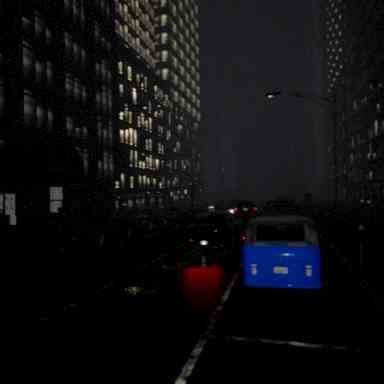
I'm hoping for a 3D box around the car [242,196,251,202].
[{"bbox_3d":[14.442,1.808,87.608,1.947,1.339,4.313,-2,0,15],"label":"car"}]

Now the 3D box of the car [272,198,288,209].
[{"bbox_3d":[12.409,1.595,47.000,2.008,1.369,4.403,-2,0,15],"label":"car"}]

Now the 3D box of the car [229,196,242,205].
[{"bbox_3d":[8.647,1.664,65.624,1.967,1.590,4.097,-2,0,15],"label":"car"}]

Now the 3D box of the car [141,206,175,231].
[{"bbox_3d":[-2.934,1.735,21.654,2.008,1.369,4.403,-2,0,15],"label":"car"}]

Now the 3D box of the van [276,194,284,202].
[{"bbox_3d":[21.091,1.413,79.979,1.690,1.788,3.998,-2,0,15],"label":"van"}]

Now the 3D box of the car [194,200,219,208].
[{"bbox_3d":[1.410,1.751,38.143,2.008,1.369,4.403,-2,0,15],"label":"car"}]

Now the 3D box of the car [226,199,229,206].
[{"bbox_3d":[6.339,1.720,46.283,1.994,1.385,4.181,-1,0,15],"label":"car"}]

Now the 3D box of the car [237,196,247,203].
[{"bbox_3d":[11.502,1.759,76.451,1.752,1.417,4.829,-2,0,15],"label":"car"}]

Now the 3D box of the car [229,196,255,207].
[{"bbox_3d":[4.809,1.430,28.692,2.097,1.767,4.553,-1,-1,15],"label":"car"}]

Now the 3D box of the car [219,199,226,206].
[{"bbox_3d":[4.306,1.760,49.134,2.008,1.369,4.403,-2,0,15],"label":"car"}]

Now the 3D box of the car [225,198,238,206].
[{"bbox_3d":[7.203,1.801,60.126,1.802,1.307,4.206,-2,0,15],"label":"car"}]

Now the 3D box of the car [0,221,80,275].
[{"bbox_3d":[-5.829,1.740,10.662,1.947,1.339,4.313,-2,0,15],"label":"car"}]

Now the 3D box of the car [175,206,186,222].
[{"bbox_3d":[-1.485,1.772,27.150,1.802,1.307,4.206,-2,0,15],"label":"car"}]

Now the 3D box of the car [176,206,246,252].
[{"bbox_3d":[1.051,1.575,14.405,1.837,1.490,4.892,-1,0,15],"label":"car"}]

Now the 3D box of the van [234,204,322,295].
[{"bbox_3d":[2.267,1.349,8.529,1.690,1.788,3.998,-2,0,15],"label":"van"}]

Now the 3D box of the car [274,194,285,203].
[{"bbox_3d":[19.642,1.383,74.483,2.192,1.841,5.009,-2,0,15],"label":"car"}]

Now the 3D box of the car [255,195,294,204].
[{"bbox_3d":[5.162,1.334,19.522,2.192,1.841,5.009,-2,0,15],"label":"car"}]

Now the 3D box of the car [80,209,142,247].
[{"bbox_3d":[-4.381,1.724,16.158,1.887,1.381,4.507,-2,0,15],"label":"car"}]

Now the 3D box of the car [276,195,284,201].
[{"bbox_3d":[22.542,1.516,85.474,1.967,1.590,4.097,-2,0,15],"label":"car"}]
